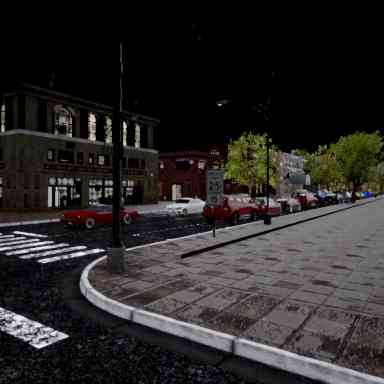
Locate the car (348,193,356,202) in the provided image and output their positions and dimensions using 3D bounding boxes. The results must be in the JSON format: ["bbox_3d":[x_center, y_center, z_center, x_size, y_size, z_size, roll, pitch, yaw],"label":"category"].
[{"bbox_3d":[23.707,0.690,52.040,2.097,1.767,4.553,1,1,35],"label":"car"}]

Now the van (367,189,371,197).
[{"bbox_3d":[40.351,0.301,76.974,1.690,1.788,3.998,1,2,34],"label":"van"}]

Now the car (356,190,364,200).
[{"bbox_3d":[30.928,0.750,63.277,1.802,1.307,4.206,1,2,34],"label":"car"}]

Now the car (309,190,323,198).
[{"bbox_3d":[27.157,0.465,72.578,1.967,1.590,4.097,1,2,34],"label":"car"}]

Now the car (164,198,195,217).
[{"bbox_3d":[-0.400,1.216,27.944,1.812,1.442,4.674,1,1,35],"label":"car"}]

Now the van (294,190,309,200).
[{"bbox_3d":[20.877,0.504,63.440,1.690,1.788,3.998,1,2,34],"label":"van"}]

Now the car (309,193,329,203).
[{"bbox_3d":[19.997,0.860,52.139,1.812,1.442,4.674,1,1,35],"label":"car"}]

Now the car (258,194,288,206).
[{"bbox_3d":[10.766,1.000,44.117,2.033,1.411,5.357,1,1,35],"label":"car"}]

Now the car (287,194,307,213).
[{"bbox_3d":[8.947,1.195,31.305,2.008,1.369,4.403,1,2,34],"label":"car"}]

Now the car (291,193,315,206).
[{"bbox_3d":[14.988,0.970,44.754,1.812,1.442,4.674,1,1,35],"label":"car"}]

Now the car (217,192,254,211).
[{"bbox_3d":[4.729,0.933,35.389,2.097,1.767,4.553,1,1,35],"label":"car"}]

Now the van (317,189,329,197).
[{"bbox_3d":[30.298,0.297,77.142,1.690,1.788,3.998,1,2,34],"label":"van"}]

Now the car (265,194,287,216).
[{"bbox_3d":[5.808,1.152,26.734,1.967,1.590,4.097,1,2,34],"label":"car"}]

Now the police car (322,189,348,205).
[{"bbox_3d":[19.838,0.847,46.376,1.930,1.638,5.238,1,1,35],"label":"police car"}]

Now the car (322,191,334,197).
[{"bbox_3d":[33.436,0.437,81.715,2.008,1.369,4.403,1,2,34],"label":"car"}]

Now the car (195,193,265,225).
[{"bbox_3d":[2.669,1.093,22.164,2.192,1.841,5.009,1,1,34],"label":"car"}]

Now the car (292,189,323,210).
[{"bbox_3d":[12.090,0.892,35.867,2.192,1.841,5.009,1,2,34],"label":"car"}]

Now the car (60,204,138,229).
[{"bbox_3d":[-5.583,1.401,20.401,1.895,1.301,4.718,1,1,34],"label":"car"}]

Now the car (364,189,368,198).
[{"bbox_3d":[34.165,0.622,67.983,1.752,1.417,4.829,1,2,34],"label":"car"}]
